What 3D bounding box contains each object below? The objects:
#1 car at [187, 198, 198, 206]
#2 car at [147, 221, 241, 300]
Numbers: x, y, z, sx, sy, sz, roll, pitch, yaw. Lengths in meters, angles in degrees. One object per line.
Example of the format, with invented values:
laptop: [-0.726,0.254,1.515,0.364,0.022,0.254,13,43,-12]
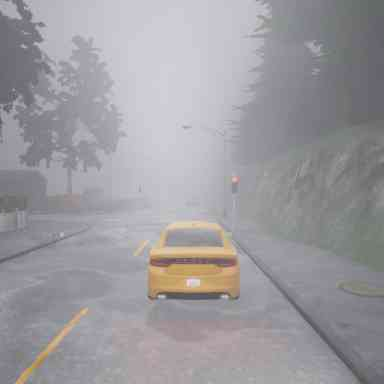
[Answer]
car: [0.106,1.601,56.038,1.895,1.301,4.718,0,0,0]
car: [0.048,1.478,8.463,1.882,1.535,5.008,0,0,1]
